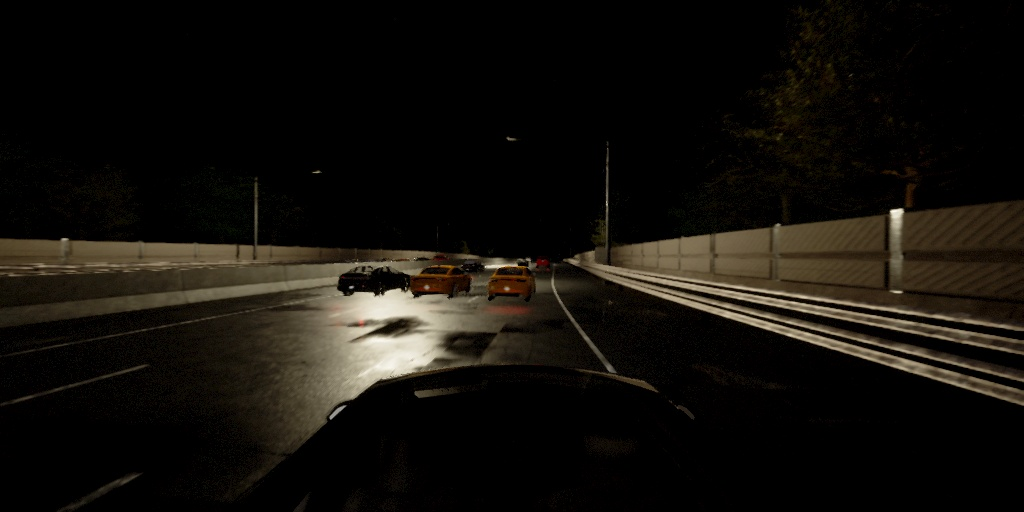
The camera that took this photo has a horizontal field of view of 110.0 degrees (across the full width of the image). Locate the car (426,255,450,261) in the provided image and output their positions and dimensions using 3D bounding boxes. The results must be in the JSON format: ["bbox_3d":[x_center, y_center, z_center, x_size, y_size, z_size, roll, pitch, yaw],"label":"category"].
[{"bbox_3d":[-12.248,0.870,61.323,2.150,2.045,5.566,0,0,7],"label":"car"}]

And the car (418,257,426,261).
[{"bbox_3d":[-15.704,0.980,61.926,2.097,1.767,4.553,0,0,7],"label":"car"}]

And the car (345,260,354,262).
[{"bbox_3d":[-21.135,1.207,46.544,1.895,1.301,4.718,0,0,7],"label":"car"}]

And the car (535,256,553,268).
[{"bbox_3d":[5.406,0.978,61.398,2.150,2.045,5.566,0,0,7],"label":"car"}]

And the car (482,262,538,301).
[{"bbox_3d":[0.086,1.226,17.540,1.882,1.535,5.008,0,0,7],"label":"car"}]

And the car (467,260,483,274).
[{"bbox_3d":[-4.309,1.205,39.446,2.128,1.511,4.902,0,0,7],"label":"car"}]

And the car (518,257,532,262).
[{"bbox_3d":[1.992,1.335,62.347,1.895,1.301,4.718,0,0,7],"label":"car"}]

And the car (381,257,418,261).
[{"bbox_3d":[-14.204,1.127,45.617,1.882,1.535,5.008,0,0,7],"label":"car"}]

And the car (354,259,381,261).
[{"bbox_3d":[-17.665,1.119,46.131,2.128,1.511,4.902,0,0,7],"label":"car"}]

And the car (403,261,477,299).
[{"bbox_3d":[-3.388,1.203,17.961,1.882,1.535,5.008,0,0,7],"label":"car"}]

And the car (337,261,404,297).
[{"bbox_3d":[-6.863,1.195,18.382,2.128,1.511,4.902,0,0,7],"label":"car"}]
